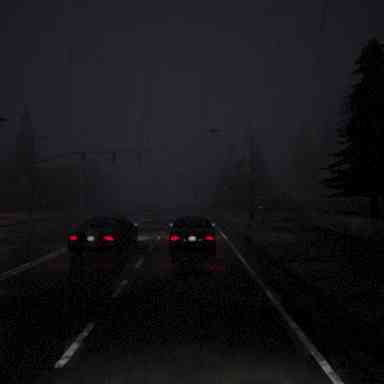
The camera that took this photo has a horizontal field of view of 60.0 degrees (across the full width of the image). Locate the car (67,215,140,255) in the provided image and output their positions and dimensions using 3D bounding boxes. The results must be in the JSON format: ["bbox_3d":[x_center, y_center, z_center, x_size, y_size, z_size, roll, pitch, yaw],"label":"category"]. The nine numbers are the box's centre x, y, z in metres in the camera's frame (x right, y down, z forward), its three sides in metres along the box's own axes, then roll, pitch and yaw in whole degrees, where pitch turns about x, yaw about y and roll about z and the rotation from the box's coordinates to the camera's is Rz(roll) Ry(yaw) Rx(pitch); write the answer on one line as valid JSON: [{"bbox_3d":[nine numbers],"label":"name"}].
[{"bbox_3d":[-3.487,1.679,13.974,2.033,1.411,5.357,0,-1,0],"label":"car"}]

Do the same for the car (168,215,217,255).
[{"bbox_3d":[0.013,1.679,13.971,2.033,1.411,5.357,0,-1,0],"label":"car"}]
